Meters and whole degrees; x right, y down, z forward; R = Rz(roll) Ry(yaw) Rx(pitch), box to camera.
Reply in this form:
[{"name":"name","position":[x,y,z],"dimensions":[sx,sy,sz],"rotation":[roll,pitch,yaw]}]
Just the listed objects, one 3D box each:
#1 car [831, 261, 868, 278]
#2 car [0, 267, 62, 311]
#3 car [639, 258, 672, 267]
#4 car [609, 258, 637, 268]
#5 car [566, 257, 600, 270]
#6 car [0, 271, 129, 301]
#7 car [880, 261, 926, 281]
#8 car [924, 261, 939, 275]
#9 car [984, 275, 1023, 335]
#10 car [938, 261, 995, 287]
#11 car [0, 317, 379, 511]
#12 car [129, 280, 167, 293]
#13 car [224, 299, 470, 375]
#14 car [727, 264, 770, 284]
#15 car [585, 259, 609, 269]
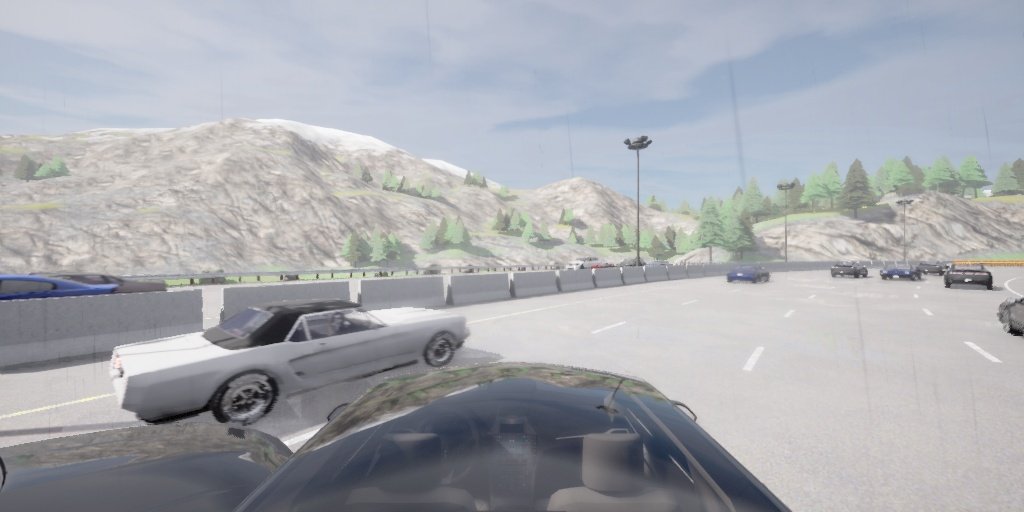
[{"name":"car","position":[31.364,1.248,33.332],"dimensions":[4.902,1.511,2.128],"rotation":[0,0,-35]},{"name":"car","position":[-19.877,1.230,12.618],"dimensions":[1.882,1.535,5.008],"rotation":[0,0,37]},{"name":"car","position":[16.221,1.287,39.741],"dimensions":[4.674,1.442,1.812],"rotation":[0,0,-38]},{"name":"car","position":[14.082,1.032,42.512],"dimensions":[4.553,1.767,2.097],"rotation":[0,0,-38]},{"name":"car","position":[9.709,1.087,47.979],"dimensions":[5.566,2.045,2.150],"rotation":[0,0,-38]},{"name":"car","position":[-13.687,1.229,9.212],"dimensions":[1.882,1.535,5.008],"rotation":[0,0,37]},{"name":"car","position":[32.299,1.356,29.723],"dimensions":[4.718,1.301,1.895],"rotation":[0,0,-35]},{"name":"car","position":[43.301,1.248,36.858],"dimensions":[4.902,1.511,2.128],"rotation":[0,0,-31]},{"name":"car","position":[12.199,1.298,7.383],"dimensions":[2.033,1.411,5.357],"rotation":[0,0,43]},{"name":"car","position":[29.304,1.246,23.057],"dimensions":[4.902,1.511,2.128],"rotation":[0,0,-38]},{"name":"car","position":[-2.982,1.255,0.512],"dimensions":[4.892,1.490,1.837],"rotation":[0,0,-45]},{"name":"car","position":[-15.620,1.300,12.508],"dimensions":[2.033,1.411,5.357],"rotation":[0,0,37]},{"name":"car","position":[-2.916,1.352,5.797],"dimensions":[1.895,1.301,4.718],"rotation":[0,0,39]},{"name":"car","position":[18.166,1.319,27.500],"dimensions":[4.181,1.385,1.994],"rotation":[0,0,-41]},{"name":"car","position":[11.872,1.380,45.227],"dimensions":[4.718,1.301,1.895],"rotation":[0,0,-38]}]
